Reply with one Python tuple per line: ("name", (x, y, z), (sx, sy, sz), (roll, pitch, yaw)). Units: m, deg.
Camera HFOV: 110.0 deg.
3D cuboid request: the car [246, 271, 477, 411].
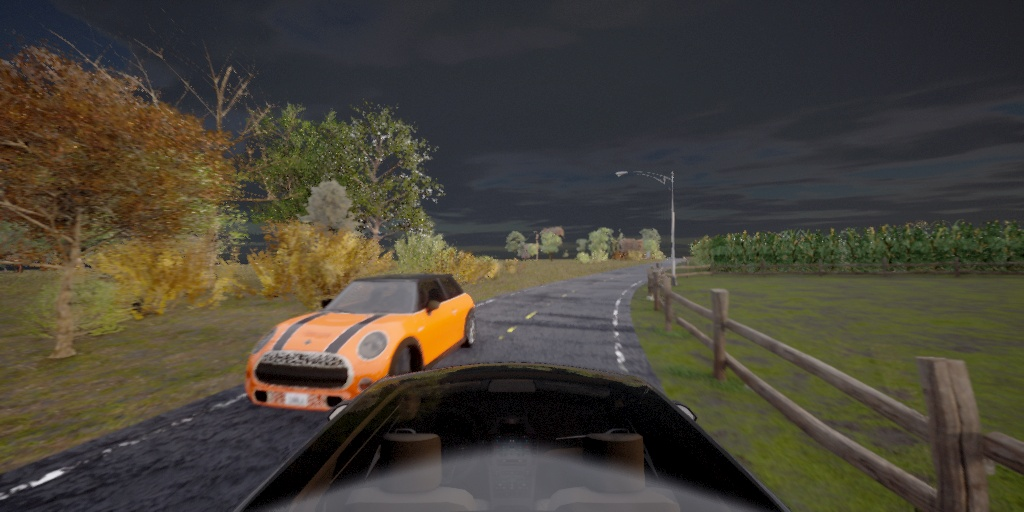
("car", (-2.181, 1.126, 6.512), (2.097, 1.767, 4.553), (0, 0, 11))
